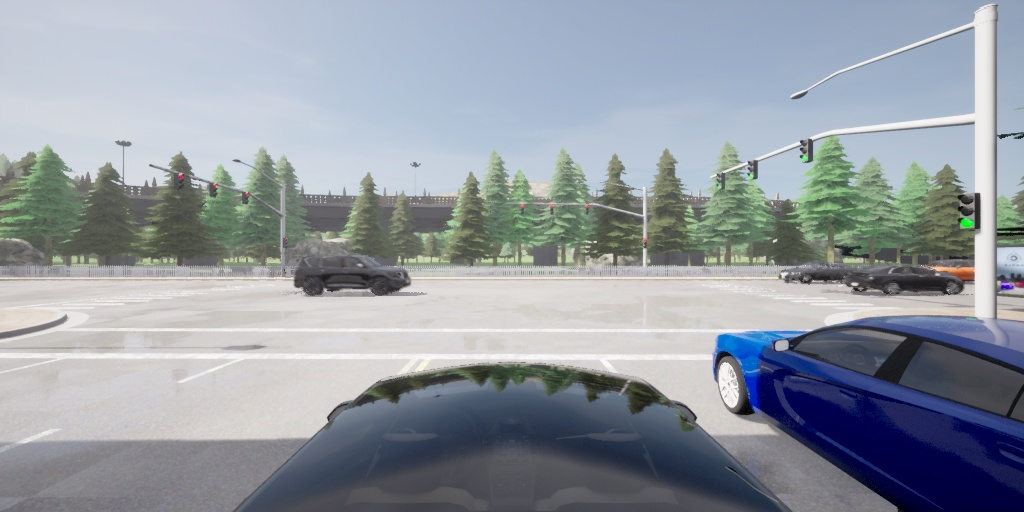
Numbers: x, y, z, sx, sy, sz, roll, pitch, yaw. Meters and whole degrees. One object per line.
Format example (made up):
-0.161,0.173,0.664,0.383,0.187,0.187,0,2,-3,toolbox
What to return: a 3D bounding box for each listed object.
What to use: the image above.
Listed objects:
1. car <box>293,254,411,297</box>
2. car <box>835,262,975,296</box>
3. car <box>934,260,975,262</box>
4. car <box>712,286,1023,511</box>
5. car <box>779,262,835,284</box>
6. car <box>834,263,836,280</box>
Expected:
-8.118,0.939,18.356,5.566,2.045,2.150,0,0,1,car
19.940,1.199,18.337,4.892,1.490,1.837,0,0,0,car
30.849,1.047,25.355,4.553,1.767,2.097,0,0,2,car
3.641,1.228,2.945,1.882,1.535,5.008,0,0,2,car
21.757,1.186,25.510,4.902,1.511,2.128,0,0,0,car
23.565,1.242,22.024,5.357,1.411,2.033,0,0,0,car
